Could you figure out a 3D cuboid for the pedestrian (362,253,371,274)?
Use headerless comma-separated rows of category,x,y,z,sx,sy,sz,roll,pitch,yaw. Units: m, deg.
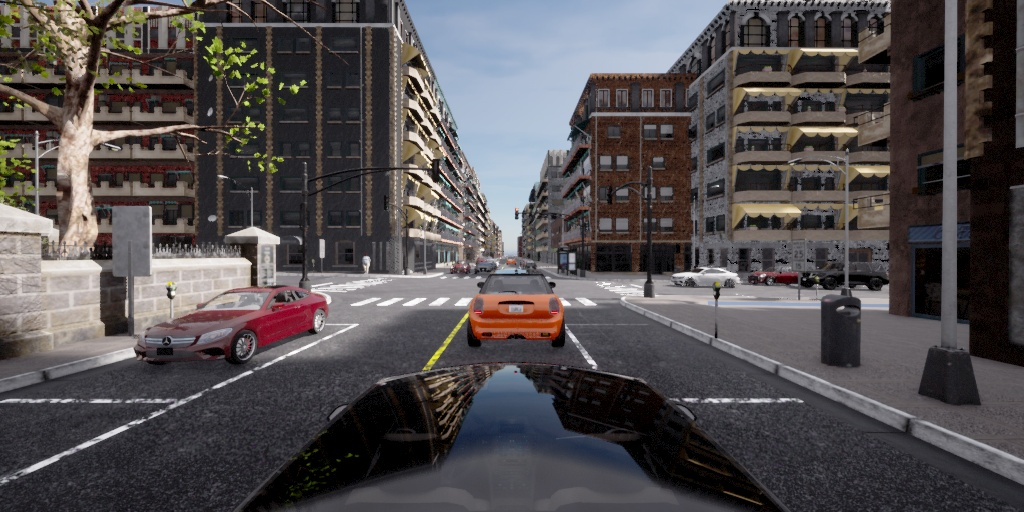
pedestrian,-12.752,0.651,31.374,0.375,1.860,0.375,0,-1,-1

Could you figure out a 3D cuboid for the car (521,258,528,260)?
car,2.624,1.298,51.674,2.007,1.370,4.403,0,0,0

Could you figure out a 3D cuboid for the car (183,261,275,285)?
car,-17.676,1.035,22.575,4.181,1.385,1.994,1,0,-1

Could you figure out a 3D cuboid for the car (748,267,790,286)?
car,21.344,1.571,28.864,4.097,1.591,1.967,0,0,-1

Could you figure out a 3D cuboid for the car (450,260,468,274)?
car,-5.741,1.187,40.391,1.967,1.591,4.097,0,0,0

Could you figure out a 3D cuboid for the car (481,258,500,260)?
car,-3.153,1.312,49.962,1.994,1.385,4.181,0,0,0

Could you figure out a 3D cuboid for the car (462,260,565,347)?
car,0.117,1.101,9.490,2.097,1.767,4.553,0,0,1

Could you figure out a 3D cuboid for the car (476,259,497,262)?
car,-3.145,1.312,40.988,1.994,1.385,4.181,0,0,0

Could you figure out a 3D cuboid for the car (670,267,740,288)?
car,14.075,1.542,26.203,4.674,1.442,1.812,1,0,-2

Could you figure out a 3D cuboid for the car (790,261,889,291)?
car,24.226,1.417,26.338,5.566,2.045,2.150,1,0,-1

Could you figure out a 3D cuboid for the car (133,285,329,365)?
car,-5.697,1.331,7.980,1.802,1.307,4.207,0,0,0
